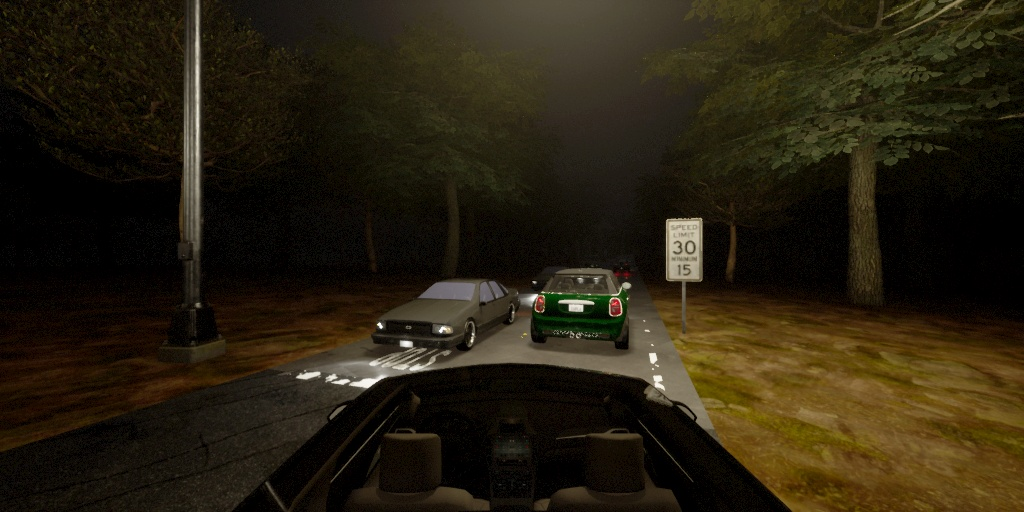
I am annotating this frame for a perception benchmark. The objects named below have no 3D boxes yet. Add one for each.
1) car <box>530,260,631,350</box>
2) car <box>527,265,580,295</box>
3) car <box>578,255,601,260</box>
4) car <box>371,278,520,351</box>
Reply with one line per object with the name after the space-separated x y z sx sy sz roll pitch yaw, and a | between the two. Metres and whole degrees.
2.003 1.103 9.473 2.097 1.767 4.553 0 0 18 | car
2.620 1.298 21.162 2.033 1.411 5.357 0 0 18 | car
8.471 0.916 38.577 2.150 2.045 5.566 1 0 19 | car
-1.249 1.298 9.422 2.033 1.411 5.357 0 0 17 | car
